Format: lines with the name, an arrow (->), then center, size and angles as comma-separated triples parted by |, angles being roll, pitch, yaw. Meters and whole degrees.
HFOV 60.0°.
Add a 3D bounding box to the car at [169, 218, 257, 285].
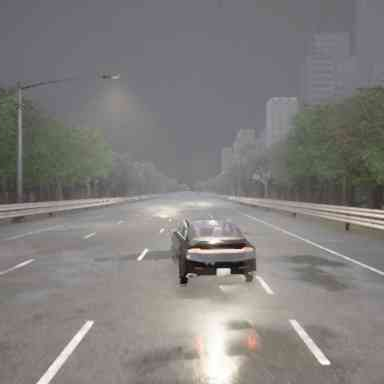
car -> 0.419, 1.483, 9.531 | 2.128, 1.511, 4.902 | 0, 0, -6
